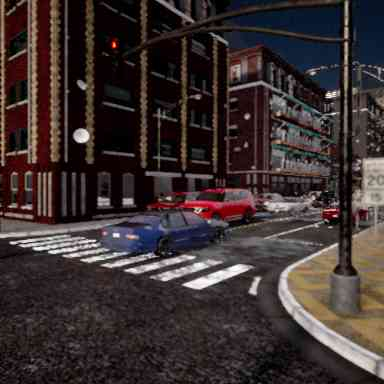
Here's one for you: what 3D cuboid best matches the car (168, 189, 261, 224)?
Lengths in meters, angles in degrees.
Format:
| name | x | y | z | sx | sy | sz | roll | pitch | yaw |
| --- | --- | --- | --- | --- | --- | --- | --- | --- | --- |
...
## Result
| name | x | y | z | sx | sy | sz | roll | pitch | yaw |
| --- | --- | --- | --- | --- | --- | --- | --- | --- | --- |
| car | 1.486 | 0.852 | 18.786 | 2.150 | 2.045 | 5.566 | 1 | 1 | 39 |

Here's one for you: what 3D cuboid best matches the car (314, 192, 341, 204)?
| name | x | y | z | sx | sy | sz | roll | pitch | yaw |
| --- | --- | --- | --- | --- | --- | --- | --- | --- | --- |
| car | 17.216 | 0.681 | 42.083 | 2.008 | 1.369 | 4.403 | 2 | 2 | 39 |

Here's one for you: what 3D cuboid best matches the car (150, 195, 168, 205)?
| name | x | y | z | sx | sy | sz | roll | pitch | yaw |
| --- | --- | --- | --- | --- | --- | --- | --- | --- | --- |
| car | -0.601 | 0.930 | 20.120 | 2.192 | 1.841 | 5.009 | 2 | 2 | 39 |

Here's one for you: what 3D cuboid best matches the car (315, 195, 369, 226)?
| name | x | y | z | sx | sy | sz | roll | pitch | yaw |
| --- | --- | --- | --- | --- | --- | --- | --- | --- | --- |
| car | 9.097 | 1.126 | 19.572 | 1.887 | 1.381 | 4.507 | 1 | 2 | 39 |

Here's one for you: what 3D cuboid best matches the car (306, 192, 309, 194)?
| name | x | y | z | sx | sy | sz | roll | pitch | yaw |
| --- | --- | --- | --- | --- | --- | --- | --- | --- | --- |
| car | 13.653 | 0.665 | 37.689 | 1.967 | 1.590 | 4.097 | 2 | 2 | 39 |

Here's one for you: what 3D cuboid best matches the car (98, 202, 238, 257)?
| name | x | y | z | sx | sy | sz | roll | pitch | yaw |
| --- | --- | --- | --- | --- | --- | --- | --- | --- | --- |
| car | -0.721 | 1.316 | 12.057 | 2.033 | 1.411 | 5.357 | 0 | 1 | 39 |

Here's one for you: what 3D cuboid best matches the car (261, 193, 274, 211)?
| name | x | y | z | sx | sy | sz | roll | pitch | yaw |
| --- | --- | --- | --- | --- | --- | --- | --- | --- | --- |
| car | 6.526 | 0.859 | 28.906 | 1.967 | 1.590 | 4.097 | 2 | 2 | 39 |

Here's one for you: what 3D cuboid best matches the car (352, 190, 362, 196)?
| name | x | y | z | sx | sy | sz | roll | pitch | yaw |
| --- | --- | --- | --- | --- | --- | --- | --- | --- | --- |
| car | 27.799 | 0.375 | 55.124 | 1.752 | 1.417 | 4.829 | 1 | 2 | 39 |

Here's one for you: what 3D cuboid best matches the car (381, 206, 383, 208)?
| name | x | y | z | sx | sy | sz | roll | pitch | yaw |
| --- | --- | --- | --- | --- | --- | --- | --- | --- | --- |
| car | 19.787 | 0.872 | 32.748 | 1.802 | 1.307 | 4.206 | 1 | 2 | 39 |

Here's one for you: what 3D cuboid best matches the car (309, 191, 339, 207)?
| name | x | y | z | sx | sy | sz | roll | pitch | yaw |
| --- | --- | --- | --- | --- | --- | --- | --- | --- | --- |
| car | 14.102 | 0.790 | 34.326 | 1.837 | 1.490 | 4.892 | 1 | 1 | 39 |

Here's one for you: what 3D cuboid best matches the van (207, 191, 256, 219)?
| name | x | y | z | sx | sy | sz | roll | pitch | yaw |
| --- | --- | --- | --- | --- | --- | --- | --- | --- | --- |
| van | 2.963 | 0.857 | 24.512 | 1.690 | 1.788 | 3.998 | 2 | 2 | 39 |

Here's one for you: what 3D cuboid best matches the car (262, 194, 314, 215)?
| name | x | y | z | sx | sy | sz | roll | pitch | yaw |
| --- | --- | --- | --- | --- | --- | --- | --- | --- | --- |
| car | 7.719 | 1.059 | 26.484 | 1.895 | 1.301 | 4.718 | 1 | 1 | 39 |
